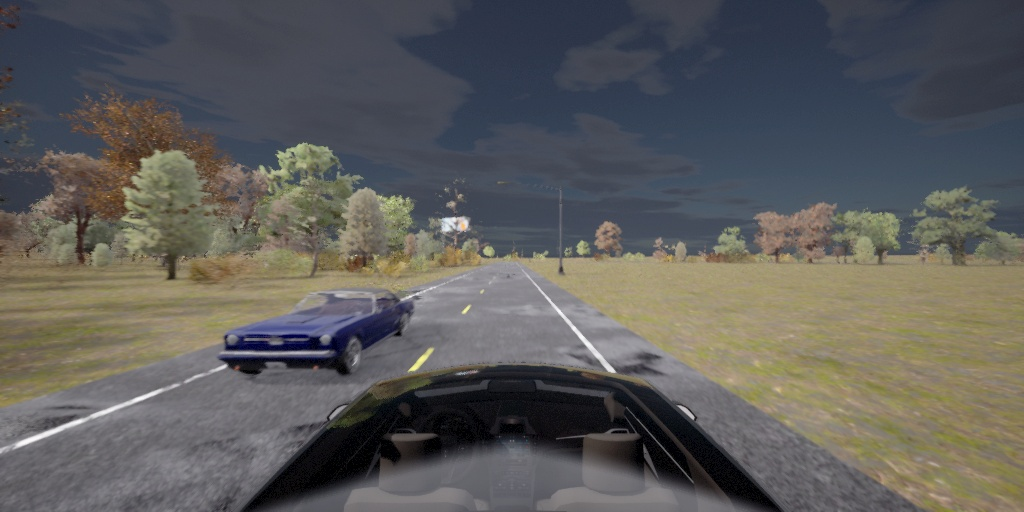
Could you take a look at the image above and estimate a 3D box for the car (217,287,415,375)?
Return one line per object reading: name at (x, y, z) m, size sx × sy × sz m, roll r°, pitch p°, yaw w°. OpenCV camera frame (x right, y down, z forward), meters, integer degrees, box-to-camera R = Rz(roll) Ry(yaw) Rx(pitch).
car at (-3.599, 1.381, 7.681) m, size 1.895 × 1.301 × 4.718 m, roll 0°, pitch 0°, yaw 0°
